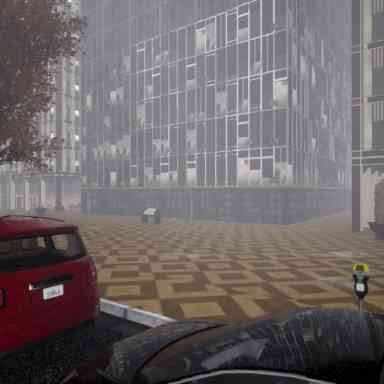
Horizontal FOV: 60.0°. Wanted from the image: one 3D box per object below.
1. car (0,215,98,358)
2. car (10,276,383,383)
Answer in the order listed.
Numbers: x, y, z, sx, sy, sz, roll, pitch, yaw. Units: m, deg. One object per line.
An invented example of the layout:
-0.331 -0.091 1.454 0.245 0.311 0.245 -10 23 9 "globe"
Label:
-3.651 1.315 5.493 5.009 1.841 2.192 0 0 36 "car"
0.840 1.566 2.278 4.313 1.339 1.947 0 0 36 "car"
